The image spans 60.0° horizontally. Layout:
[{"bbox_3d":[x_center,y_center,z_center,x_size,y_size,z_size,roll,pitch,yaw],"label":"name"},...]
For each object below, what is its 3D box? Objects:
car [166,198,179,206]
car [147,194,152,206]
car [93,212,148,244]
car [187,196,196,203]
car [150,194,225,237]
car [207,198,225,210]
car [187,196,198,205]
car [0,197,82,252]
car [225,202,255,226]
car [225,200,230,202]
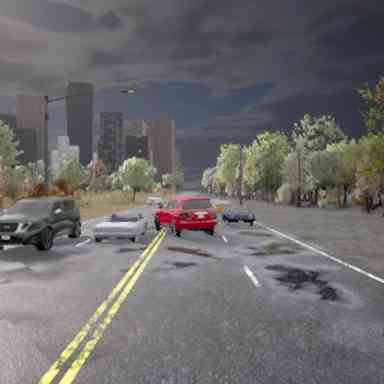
[{"bbox_3d":[-3.378,1.742,57.957,1.895,1.301,4.718,0,0,0],"label":"car"},{"bbox_3d":[-6.623,1.366,58.952,2.150,2.045,5.566,0,0,0],"label":"car"},{"bbox_3d":[-3.363,1.657,16.356,1.895,1.301,4.718,0,0,0],"label":"car"},{"bbox_3d":[-0.065,1.661,77.490,2.128,1.511,4.902,0,0,0],"label":"car"},{"bbox_3d":[-0.487,1.286,18.723,2.150,2.045,5.566,-2,0,-21],"label":"car"},{"bbox_3d":[3.213,1.625,46.040,2.163,1.488,4.792,0,0,0],"label":"car"},{"bbox_3d":[0.022,1.637,66.067,2.128,1.511,4.902,0,0,0],"label":"car"},{"bbox_3d":[-6.612,1.272,14.572,2.150,2.045,5.566,0,0,0],"label":"car"},{"bbox_3d":[3.234,1.667,24.033,1.895,1.301,4.718,0,0,0],"label":"car"},{"bbox_3d":[3.222,1.576,35.007,1.882,1.535,5.008,0,0,0],"label":"car"}]
